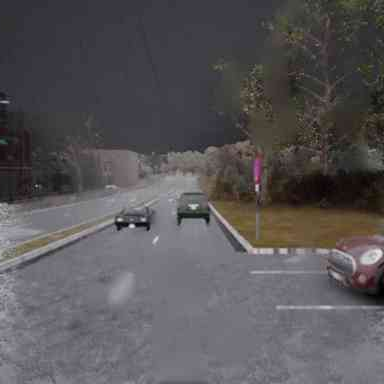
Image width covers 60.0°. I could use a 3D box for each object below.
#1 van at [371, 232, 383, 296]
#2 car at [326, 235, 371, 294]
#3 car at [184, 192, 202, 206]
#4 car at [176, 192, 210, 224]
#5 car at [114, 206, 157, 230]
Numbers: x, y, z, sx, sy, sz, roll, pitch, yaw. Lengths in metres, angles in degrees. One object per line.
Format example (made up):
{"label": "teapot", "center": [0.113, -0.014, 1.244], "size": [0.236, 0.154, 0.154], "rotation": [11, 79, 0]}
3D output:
{"label": "van", "center": [5.420, 1.246, 4.904], "size": [4.442, 1.987, 1.878], "rotation": [0, 0, 0]}
{"label": "car", "center": [5.566, 1.332, 7.657], "size": [4.553, 1.767, 2.185], "rotation": [0, 0, 0]}
{"label": "car", "center": [0.087, 0.801, 42.294], "size": [2.128, 1.511, 4.902], "rotation": [0, 2, 0]}
{"label": "car", "center": [0.093, 1.017, 23.114], "size": [2.150, 2.045, 5.566], "rotation": [0, 1, 0]}
{"label": "car", "center": [-3.162, 1.451, 19.696], "size": [1.895, 1.301, 4.718], "rotation": [0, 1, 0]}
